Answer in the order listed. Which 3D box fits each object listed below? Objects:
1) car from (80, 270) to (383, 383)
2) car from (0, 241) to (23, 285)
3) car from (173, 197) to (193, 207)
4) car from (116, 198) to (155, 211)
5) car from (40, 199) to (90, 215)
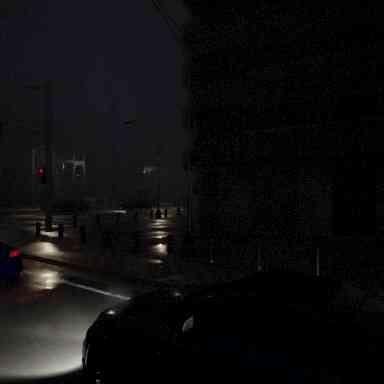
[{"bbox_3d":[0.761,1.564,3.448,4.181,1.385,1.994,0,0,36],"label":"car"},{"bbox_3d":[-6.091,1.564,8.317,4.181,1.385,1.994,0,0,36],"label":"car"},{"bbox_3d":[-0.765,1.450,49.415,1.837,1.490,4.892,0,0,36],"label":"car"},{"bbox_3d":[-6.824,1.492,41.052,2.033,1.411,5.357,0,0,36],"label":"car"},{"bbox_3d":[-12.553,1.449,33.120,1.837,1.490,4.892,0,0,36],"label":"car"}]
